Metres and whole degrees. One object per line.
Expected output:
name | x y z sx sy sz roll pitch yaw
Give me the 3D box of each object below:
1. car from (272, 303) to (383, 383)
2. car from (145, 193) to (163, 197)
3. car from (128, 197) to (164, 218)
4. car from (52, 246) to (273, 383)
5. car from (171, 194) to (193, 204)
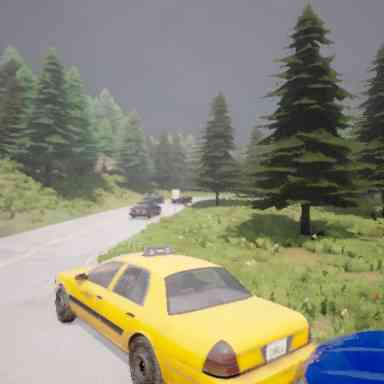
car | 3.236 1.645 1.954 5.008 1.535 1.882 0 -2 32
car | -5.168 0.945 43.976 1.837 1.490 4.892 1 3 15
car | -4.395 1.609 31.627 2.033 1.411 5.357 1 3 9
car | -0.733 1.647 5.467 1.801 1.575 5.366 3 -3 -39
car | -1.334 0.936 46.305 1.895 1.301 4.718 1 3 17
